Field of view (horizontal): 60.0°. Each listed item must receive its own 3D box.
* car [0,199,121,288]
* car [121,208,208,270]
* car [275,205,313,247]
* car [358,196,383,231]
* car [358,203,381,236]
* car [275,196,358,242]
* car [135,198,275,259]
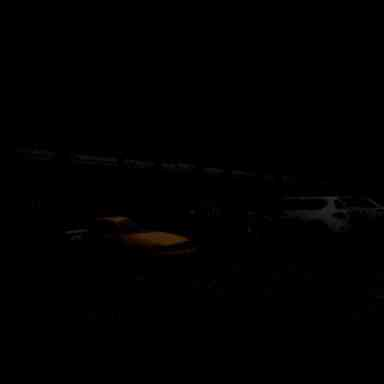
[{"bbox_3d":[-4.971,1.236,9.507,5.566,2.045,2.435,-1,0,34],"label":"car"},{"bbox_3d":[-2.328,1.482,11.140,5.366,1.575,1.946,-1,-1,34],"label":"car"},{"bbox_3d":[2.440,1.489,14.736,4.892,1.521,2.231,-1,-1,35],"label":"car"},{"bbox_3d":[9.845,1.238,20.005,5.566,2.045,2.435,-1,-1,34],"label":"car"},{"bbox_3d":[7.387,1.518,18.244,4.792,1.488,2.163,-1,-1,35],"label":"car"},{"bbox_3d":[4.873,1.238,16.528,5.566,2.045,2.435,-1,-1,34],"label":"car"},{"bbox_3d":[0.000,1.236,12.978,5.566,2.045,2.435,-1,-1,35],"label":"car"}]
